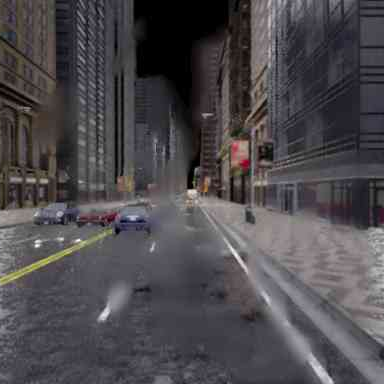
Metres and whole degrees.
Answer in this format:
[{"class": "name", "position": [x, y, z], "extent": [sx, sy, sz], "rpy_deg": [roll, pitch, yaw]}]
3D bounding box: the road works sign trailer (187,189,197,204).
[{"class": "road works sign trailer", "position": [0.052, 1.108, 81.908], "extent": [2.380, 3.560, 2.880], "rpy_deg": [0, 0, 0]}]

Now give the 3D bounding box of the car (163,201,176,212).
[{"class": "car", "position": [-3.159, 1.884, 42.996], "extent": [1.994, 1.385, 4.181], "rpy_deg": [0, -1, 0]}]

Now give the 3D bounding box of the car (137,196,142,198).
[{"class": "car", "position": [-9.776, 2.083, 65.073], "extent": [1.994, 1.385, 4.181], "rpy_deg": [0, 0, 0]}]

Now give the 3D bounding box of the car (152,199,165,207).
[{"class": "car", "position": [-6.526, 2.082, 65.073], "extent": [1.994, 1.385, 4.181], "rpy_deg": [0, 0, 0]}]

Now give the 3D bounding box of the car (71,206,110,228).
[{"class": "car", "position": [-6.601, 1.754, 23.523], "extent": [1.895, 1.301, 4.718], "rpy_deg": [0, 0, 0]}]

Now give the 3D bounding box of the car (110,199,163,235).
[{"class": "car", "position": [-3.155, 1.477, 19.868], "extent": [2.097, 1.767, 4.553], "rpy_deg": [0, -1, 0]}]

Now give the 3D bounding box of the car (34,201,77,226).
[{"class": "car", "position": [-9.848, 1.514, 24.709], "extent": [2.097, 1.767, 4.553], "rpy_deg": [0, 0, 0]}]
